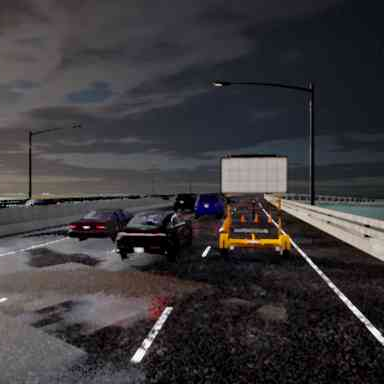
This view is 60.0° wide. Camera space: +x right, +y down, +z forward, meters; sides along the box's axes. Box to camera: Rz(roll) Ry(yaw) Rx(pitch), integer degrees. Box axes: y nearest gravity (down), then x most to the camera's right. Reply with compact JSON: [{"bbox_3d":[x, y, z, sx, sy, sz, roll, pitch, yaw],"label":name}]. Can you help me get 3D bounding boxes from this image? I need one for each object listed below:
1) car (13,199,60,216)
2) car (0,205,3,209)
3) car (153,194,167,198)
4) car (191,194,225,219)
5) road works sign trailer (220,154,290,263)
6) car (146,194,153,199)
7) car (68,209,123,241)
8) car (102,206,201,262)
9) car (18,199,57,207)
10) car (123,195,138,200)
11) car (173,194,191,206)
[{"bbox_3d":[-15.589,1.471,33.654,1.837,1.490,4.892,0,0,10],"label":"car"},{"bbox_3d":[-19.714,1.514,30.223,2.033,1.411,5.357,0,0,9],"label":"car"},{"bbox_3d":[-5.985,1.457,67.853,1.812,1.442,4.674,0,0,10],"label":"car"},{"bbox_3d":[1.604,1.199,29.166,2.150,2.045,5.566,0,0,9],"label":"car"},{"bbox_3d":[2.248,0.456,12.131,2.380,3.560,2.880,0,0,9],"label":"road works sign trailer"},{"bbox_3d":[-8.527,1.276,73.409,2.097,1.767,4.553,0,0,10],"label":"car"},{"bbox_3d":[-4.033,1.532,16.441,2.033,1.411,5.357,0,0,9],"label":"car"},{"bbox_3d":[-1.175,1.482,12.203,2.128,1.511,4.902,0,0,9],"label":"car"},{"bbox_3d":[-13.013,1.497,27.831,1.812,1.442,4.674,0,0,9],"label":"car"},{"bbox_3d":[-12.794,1.429,69.509,1.837,1.490,4.892,0,0,10],"label":"car"},{"bbox_3d":[-0.580,1.189,37.250,2.150,2.045,5.566,0,0,10],"label":"car"}]
